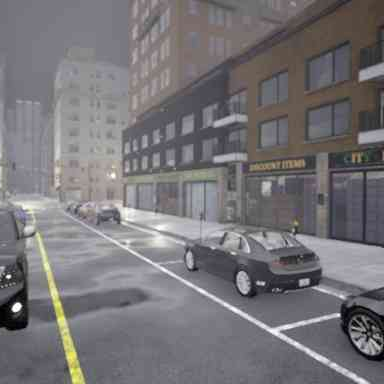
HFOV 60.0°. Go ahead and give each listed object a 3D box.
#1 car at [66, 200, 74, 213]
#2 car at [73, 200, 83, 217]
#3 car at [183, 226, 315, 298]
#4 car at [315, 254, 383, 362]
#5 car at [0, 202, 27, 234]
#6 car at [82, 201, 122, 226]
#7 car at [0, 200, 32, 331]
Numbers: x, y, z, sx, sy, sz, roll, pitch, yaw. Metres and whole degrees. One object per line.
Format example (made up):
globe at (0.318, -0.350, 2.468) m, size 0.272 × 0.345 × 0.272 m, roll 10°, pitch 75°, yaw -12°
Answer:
car at (-11.183, 1.541, 33.537) m, size 1.947 × 1.339 × 4.313 m, roll -1°, pitch 0°, yaw -26°
car at (-8.772, 1.506, 28.686) m, size 1.752 × 1.417 × 4.829 m, roll -1°, pitch 0°, yaw -26°
car at (1.248, 1.547, 8.526) m, size 2.008 × 1.369 × 4.403 m, roll -1°, pitch 0°, yaw -26°
car at (3.734, 1.564, 3.524) m, size 1.947 × 1.339 × 4.313 m, roll -1°, pitch 0°, yaw -26°
car at (-10.949, 1.466, 19.888) m, size 1.882 × 1.535 × 5.008 m, roll 0°, pitch 0°, yaw -26°
car at (-6.210, 1.537, 23.532) m, size 2.008 × 1.369 × 4.403 m, roll -1°, pitch 0°, yaw -26°
car at (-4.467, 1.219, 6.623) m, size 2.150 × 2.045 × 5.566 m, roll 0°, pitch 0°, yaw -27°
